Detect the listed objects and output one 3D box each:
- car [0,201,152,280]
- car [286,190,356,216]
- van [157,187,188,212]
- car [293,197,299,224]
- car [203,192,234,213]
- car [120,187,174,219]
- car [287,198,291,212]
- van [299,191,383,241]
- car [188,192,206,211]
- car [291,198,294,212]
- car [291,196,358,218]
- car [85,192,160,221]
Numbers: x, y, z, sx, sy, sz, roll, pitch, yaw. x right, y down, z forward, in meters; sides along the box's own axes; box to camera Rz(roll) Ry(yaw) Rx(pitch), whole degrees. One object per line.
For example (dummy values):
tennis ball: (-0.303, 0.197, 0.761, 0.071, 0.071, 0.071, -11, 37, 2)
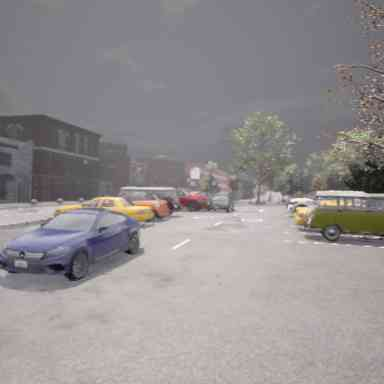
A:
car: (-2.945, 1.197, 9.168, 1.812, 1.442, 4.674, 1, 1, 15)
car: (11.423, 0.920, 29.970, 5.566, 2.045, 2.435, 1, 0, 15)
van: (-2.884, 0.658, 23.469, 4.442, 1.987, 1.878, 1, 1, 15)
car: (8.009, 1.221, 16.556, 5.366, 1.575, 1.946, 1, 1, 15)
car: (2.626, 1.001, 29.464, 1.812, 1.442, 4.674, 2, 0, 16)
car: (-3.767, 0.778, 20.562, 4.553, 1.767, 2.185, 1, 1, 15)
car: (10.012, 0.915, 24.693, 5.566, 2.045, 2.435, 1, 0, 15)
van: (6.987, 1.022, 13.936, 4.442, 1.987, 1.878, 1, 1, 15)
car: (0.190, 0.741, 35.219, 4.553, 1.767, 2.185, 1, 0, 15)
car: (8.709, 1.198, 19.123, 5.366, 1.575, 1.946, 1, 1, 15)
car: (10.749, 1.168, 27.387, 4.892, 1.521, 2.231, 1, 0, 15)
car: (-4.746, 0.928, 17.806, 5.366, 1.575, 1.946, 1, 1, 15)
